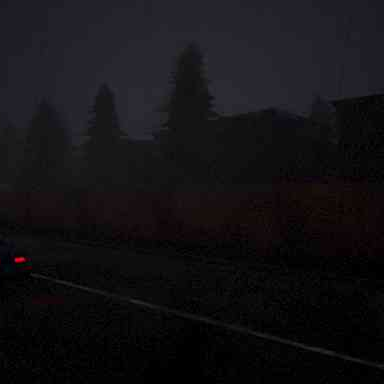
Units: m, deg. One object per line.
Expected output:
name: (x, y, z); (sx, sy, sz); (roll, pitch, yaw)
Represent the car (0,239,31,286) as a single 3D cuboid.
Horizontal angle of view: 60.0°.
car: (-6.178, 1.571, 8.362); (5.357, 1.411, 2.033); (0, 0, 36)
